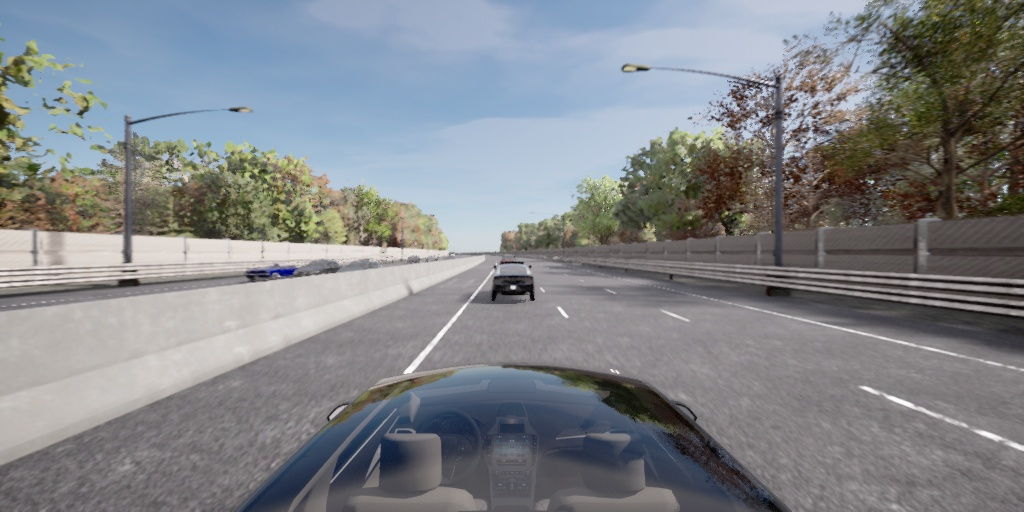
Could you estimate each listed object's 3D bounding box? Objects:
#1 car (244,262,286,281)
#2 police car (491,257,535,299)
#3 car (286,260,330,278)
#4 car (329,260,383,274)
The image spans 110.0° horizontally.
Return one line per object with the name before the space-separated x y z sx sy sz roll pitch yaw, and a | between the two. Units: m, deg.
car | -17.769 1.153 27.141 1.895 1.301 4.718 0 0 -1
police car | 0.029 1.049 17.139 1.930 1.638 5.238 0 0 0
car | -14.269 1.058 26.832 1.837 1.490 4.892 0 0 -1
car | -10.754 1.066 25.604 1.837 1.490 4.892 0 0 -1
